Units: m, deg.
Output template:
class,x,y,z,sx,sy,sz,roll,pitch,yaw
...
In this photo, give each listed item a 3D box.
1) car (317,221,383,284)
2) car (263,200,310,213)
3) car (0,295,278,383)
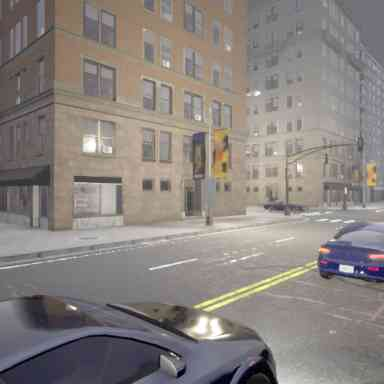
class,x,y,z,sx,sy,sz,roll,pitch,yaw
car,4.979,1.528,9.014,1.812,1.442,4.674,0,0,43
car,10.294,1.595,36.365,4.718,1.301,1.895,0,0,43
car,-1.041,1.564,2.569,1.994,1.385,4.181,0,0,43
